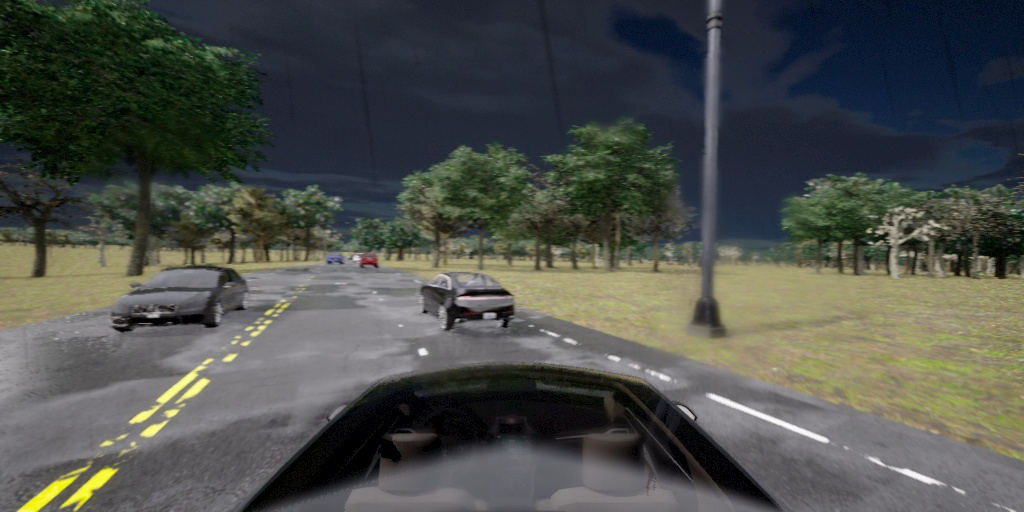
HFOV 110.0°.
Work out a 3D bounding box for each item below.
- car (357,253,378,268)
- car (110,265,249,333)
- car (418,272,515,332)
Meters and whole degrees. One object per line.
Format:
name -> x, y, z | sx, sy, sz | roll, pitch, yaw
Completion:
car -> -19.662, 0.599, 49.275 | 2.150, 2.045, 5.566 | 2, 0, -25
car -> -8.871, 1.042, 10.041 | 1.837, 1.490, 4.892 | 2, 0, -25
car -> -1.572, 1.231, 10.983 | 2.128, 1.511, 4.902 | 2, 0, -25
